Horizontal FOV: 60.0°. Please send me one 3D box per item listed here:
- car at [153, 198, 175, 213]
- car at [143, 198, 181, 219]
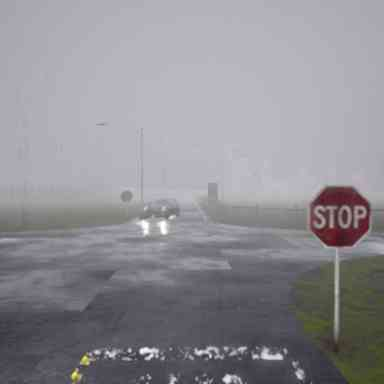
[{"bbox_3d":[-3.123,1.476,37.546,2.128,1.511,4.902,0,0,-1],"label":"car"},{"bbox_3d":[-2.505,1.333,28.599,2.097,1.767,4.553,0,0,16],"label":"car"}]
